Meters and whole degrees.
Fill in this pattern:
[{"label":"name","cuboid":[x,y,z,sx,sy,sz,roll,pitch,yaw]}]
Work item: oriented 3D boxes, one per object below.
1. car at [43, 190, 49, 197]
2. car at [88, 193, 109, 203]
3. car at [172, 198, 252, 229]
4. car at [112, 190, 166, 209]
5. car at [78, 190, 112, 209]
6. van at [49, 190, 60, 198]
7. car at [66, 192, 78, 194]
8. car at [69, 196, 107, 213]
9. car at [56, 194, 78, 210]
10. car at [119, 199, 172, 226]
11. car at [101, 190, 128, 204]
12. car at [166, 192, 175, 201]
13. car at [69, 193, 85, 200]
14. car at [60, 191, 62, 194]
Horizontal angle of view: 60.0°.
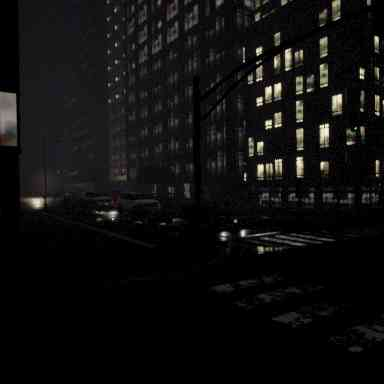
[{"label":"car","cuboid":[-35.663,0.688,84.644,2.008,1.369,4.403,-1,1,-35]},{"label":"car","cuboid":[-15.950,0.919,56.806,1.882,1.535,5.008,-1,1,-35]},{"label":"car","cuboid":[1.099,1.382,21.057,2.128,1.511,4.902,-1,1,-35]},{"label":"car","cuboid":[-4.861,1.021,29.704,2.150,2.045,5.566,-1,1,-35]},{"label":"car","cuboid":[-10.930,0.927,38.535,2.150,2.045,5.566,-1,1,-35]},{"label":"van","cuboid":[-32.463,0.530,79.996,1.690,1.788,3.998,-1,1,-35]},{"label":"car","cuboid":[-19.329,1.082,56.180,1.895,1.301,4.718,-1,1,-35]},{"label":"car","cuboid":[-10.537,1.354,33.401,1.947,1.339,4.313,-1,1,-35]},{"label":"car","cuboid":[-13.739,1.289,38.047,2.008,1.369,4.403,-1,1,-35]},{"label":"car","cuboid":[-2.910,1.455,22.378,2.008,1.369,4.403,-1,1,-35]},{"label":"car","cuboid":[-12.026,0.733,51.043,2.150,2.045,5.566,-1,1,-35]},{"label":"car","cuboid":[-3.661,0.963,38.185,2.192,1.841,5.009,-1,1,-35]},{"label":"car","cuboid":[-22.862,0.889,66.062,1.887,1.381,4.507,-1,1,-35]},{"label":"car","cuboid":[-26.062,0.733,70.706,1.967,1.590,4.097,-1,1,-35]}]
